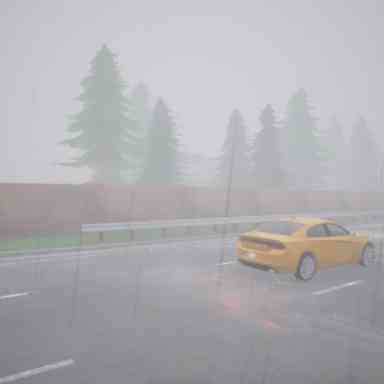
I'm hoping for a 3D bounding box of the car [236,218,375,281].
[{"bbox_3d":[3.574,1.522,10.044,5.008,1.535,1.882,1,0,-35],"label":"car"}]
